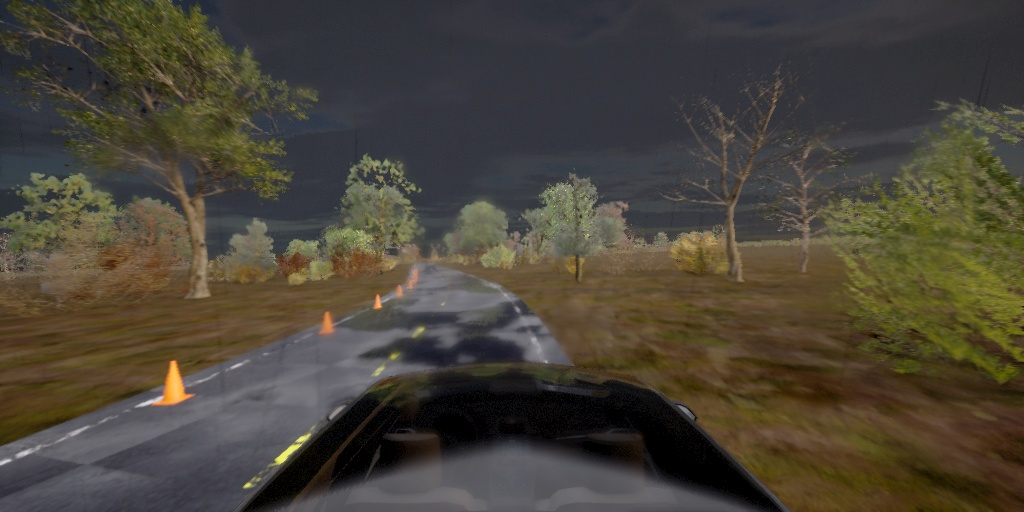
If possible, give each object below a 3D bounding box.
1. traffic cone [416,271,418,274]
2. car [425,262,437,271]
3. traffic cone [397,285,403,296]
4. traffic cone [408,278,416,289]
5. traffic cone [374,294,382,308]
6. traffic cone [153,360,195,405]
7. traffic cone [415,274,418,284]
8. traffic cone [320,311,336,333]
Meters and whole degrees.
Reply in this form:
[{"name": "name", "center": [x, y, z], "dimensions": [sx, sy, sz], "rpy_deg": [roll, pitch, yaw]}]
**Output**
[{"name": "traffic cone", "center": [-9.132, 2.021, 34.393], "dimensions": [0.340, 0.580, 0.340], "rpy_deg": [0, 0, -15]}, {"name": "car", "center": [-13.765, 1.792, 60.988], "dimensions": [2.033, 1.411, 5.357], "rpy_deg": [-2, 0, -15]}, {"name": "traffic cone", "center": [-6.241, 1.915, 20.009], "dimensions": [0.340, 0.580, 0.340], "rpy_deg": [0, 0, -8]}, {"name": "traffic cone", "center": [-7.015, 1.943, 24.841], "dimensions": [0.340, 0.580, 0.340], "rpy_deg": [0, 0, -10]}, {"name": "traffic cone", "center": [-5.657, 1.892, 15.151], "dimensions": [0.340, 0.580, 0.340], "rpy_deg": [0, 0, -6]}, {"name": "traffic cone", "center": [-5.068, 1.867, 5.384], "dimensions": [0.340, 0.580, 0.340], "rpy_deg": [0, 0, -1]}, {"name": "traffic cone", "center": [-7.980, 1.979, 29.638], "dimensions": [0.340, 0.580, 0.340], "rpy_deg": [0, 0, -13]}, {"name": "traffic cone", "center": [-5.266, 1.877, 10.273], "dimensions": [0.340, 0.580, 0.340], "rpy_deg": [0, 0, -3]}]
